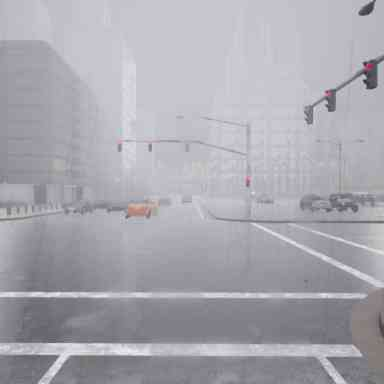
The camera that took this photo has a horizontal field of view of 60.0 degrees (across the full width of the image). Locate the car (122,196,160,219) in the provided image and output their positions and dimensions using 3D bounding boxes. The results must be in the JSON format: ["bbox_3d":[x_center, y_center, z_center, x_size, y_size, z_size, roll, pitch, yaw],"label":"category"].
[{"bbox_3d":[-4.403,1.352,29.498,2.097,1.767,4.553,0,0,3],"label":"car"}]

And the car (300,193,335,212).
[{"bbox_3d":[13.169,1.153,35.698,1.932,1.855,4.605,0,0,0],"label":"car"}]

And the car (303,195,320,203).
[{"bbox_3d":[24.466,1.395,68.238,1.970,1.475,3.806,0,0,0],"label":"car"}]

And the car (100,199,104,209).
[{"bbox_3d":[-11.524,1.601,43.365,1.895,1.301,4.718,0,0,0],"label":"car"}]

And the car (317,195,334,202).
[{"bbox_3d":[27.361,1.364,68.243,1.784,1.438,3.905,0,0,0],"label":"car"}]

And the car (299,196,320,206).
[{"bbox_3d":[18.731,1.395,53.123,1.970,1.475,3.806,0,0,0],"label":"car"}]

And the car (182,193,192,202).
[{"bbox_3d":[-1.101,1.181,74.352,2.097,1.767,4.553,0,0,0],"label":"car"}]

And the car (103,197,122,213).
[{"bbox_3d":[-7.986,1.564,36.691,1.994,1.385,4.181,0,0,0],"label":"car"}]

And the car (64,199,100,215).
[{"bbox_3d":[-11.471,1.492,34.097,2.128,1.511,4.902,0,0,0],"label":"car"}]

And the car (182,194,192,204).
[{"bbox_3d":[-1.051,1.601,65.624,1.895,1.301,4.718,0,0,0],"label":"car"}]

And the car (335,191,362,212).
[{"bbox_3d":[16.064,1.156,35.650,1.905,1.878,3.866,0,0,0],"label":"car"}]

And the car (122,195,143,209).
[{"bbox_3d":[-8.034,1.352,45.393,2.097,1.767,4.553,0,0,0],"label":"car"}]

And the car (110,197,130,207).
[{"bbox_3d":[-11.576,1.547,53.905,2.033,1.411,5.357,0,0,0],"label":"car"}]

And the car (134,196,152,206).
[{"bbox_3d":[-8.080,1.491,55.277,2.128,1.511,4.902,0,0,0],"label":"car"}]

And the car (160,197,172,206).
[{"bbox_3d":[-4.381,1.505,53.197,1.837,1.490,4.892,0,0,0],"label":"car"}]
